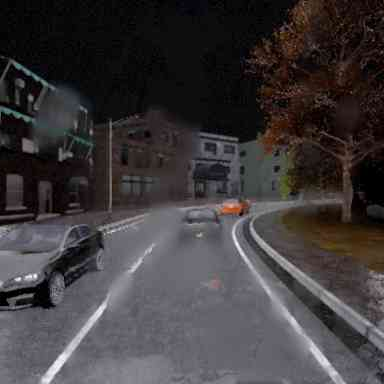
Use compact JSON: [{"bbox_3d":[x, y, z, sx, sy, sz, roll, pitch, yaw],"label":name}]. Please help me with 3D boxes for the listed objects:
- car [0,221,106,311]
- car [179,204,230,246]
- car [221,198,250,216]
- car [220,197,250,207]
[{"bbox_3d":[-3.498,1.504,7.996,2.128,1.511,4.902,0,0,1],"label":"car"},{"bbox_3d":[0.496,1.513,15.410,2.128,1.511,4.902,0,0,4],"label":"car"},{"bbox_3d":[4.329,1.351,32.682,2.097,1.767,4.553,0,0,20],"label":"car"},{"bbox_3d":[6.424,1.517,49.584,4.718,1.301,1.895,-1,0,-44],"label":"car"}]
